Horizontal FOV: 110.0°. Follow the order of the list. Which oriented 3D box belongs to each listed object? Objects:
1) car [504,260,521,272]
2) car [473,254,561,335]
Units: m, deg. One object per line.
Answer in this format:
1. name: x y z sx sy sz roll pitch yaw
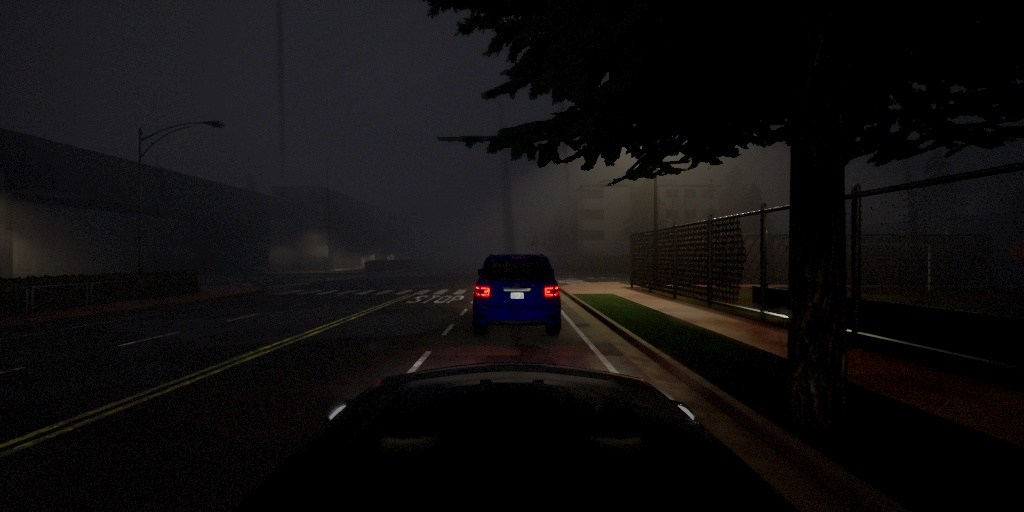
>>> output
1. car: 0.071 1.240 46.391 2.128 1.511 4.902 0 0 -1
2. car: 0.125 0.971 10.636 2.150 2.045 5.566 0 0 0
